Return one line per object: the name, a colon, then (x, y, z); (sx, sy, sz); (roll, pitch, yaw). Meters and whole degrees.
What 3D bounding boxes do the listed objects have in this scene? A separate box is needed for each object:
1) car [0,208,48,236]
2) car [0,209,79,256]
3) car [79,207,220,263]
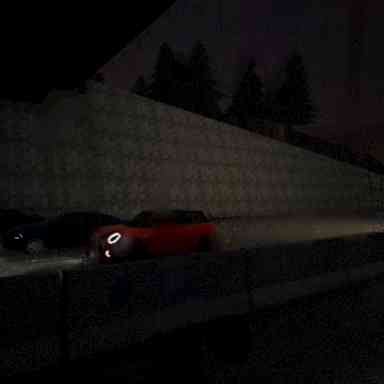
car: (-10.524, 1.613, 17.972); (4.718, 1.301, 1.895); (1, 0, -35)
car: (-4.771, 1.507, 13.468); (5.008, 1.535, 1.882); (1, 0, -35)
car: (-1.255, 1.397, 11.668); (4.553, 1.767, 2.097); (1, 0, -35)
